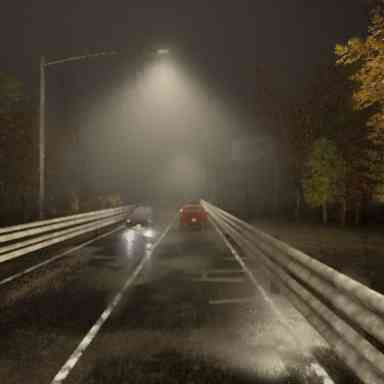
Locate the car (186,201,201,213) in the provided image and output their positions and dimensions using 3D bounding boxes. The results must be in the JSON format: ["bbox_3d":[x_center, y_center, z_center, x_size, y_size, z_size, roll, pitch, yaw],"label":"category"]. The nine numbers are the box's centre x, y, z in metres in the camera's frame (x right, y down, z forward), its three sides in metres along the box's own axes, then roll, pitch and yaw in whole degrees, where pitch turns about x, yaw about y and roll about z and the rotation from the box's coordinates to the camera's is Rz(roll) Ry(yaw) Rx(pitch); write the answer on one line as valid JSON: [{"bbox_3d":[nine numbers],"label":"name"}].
[{"bbox_3d":[0.134,1.856,41.930,1.812,1.442,4.674,0,-1,0],"label":"car"}]

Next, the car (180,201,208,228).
[{"bbox_3d":[0.126,1.667,23.998,1.882,1.535,5.008,0,0,0],"label":"car"}]

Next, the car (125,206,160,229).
[{"bbox_3d":[-3.322,1.732,23.442,2.033,1.411,5.357,0,0,0],"label":"car"}]
